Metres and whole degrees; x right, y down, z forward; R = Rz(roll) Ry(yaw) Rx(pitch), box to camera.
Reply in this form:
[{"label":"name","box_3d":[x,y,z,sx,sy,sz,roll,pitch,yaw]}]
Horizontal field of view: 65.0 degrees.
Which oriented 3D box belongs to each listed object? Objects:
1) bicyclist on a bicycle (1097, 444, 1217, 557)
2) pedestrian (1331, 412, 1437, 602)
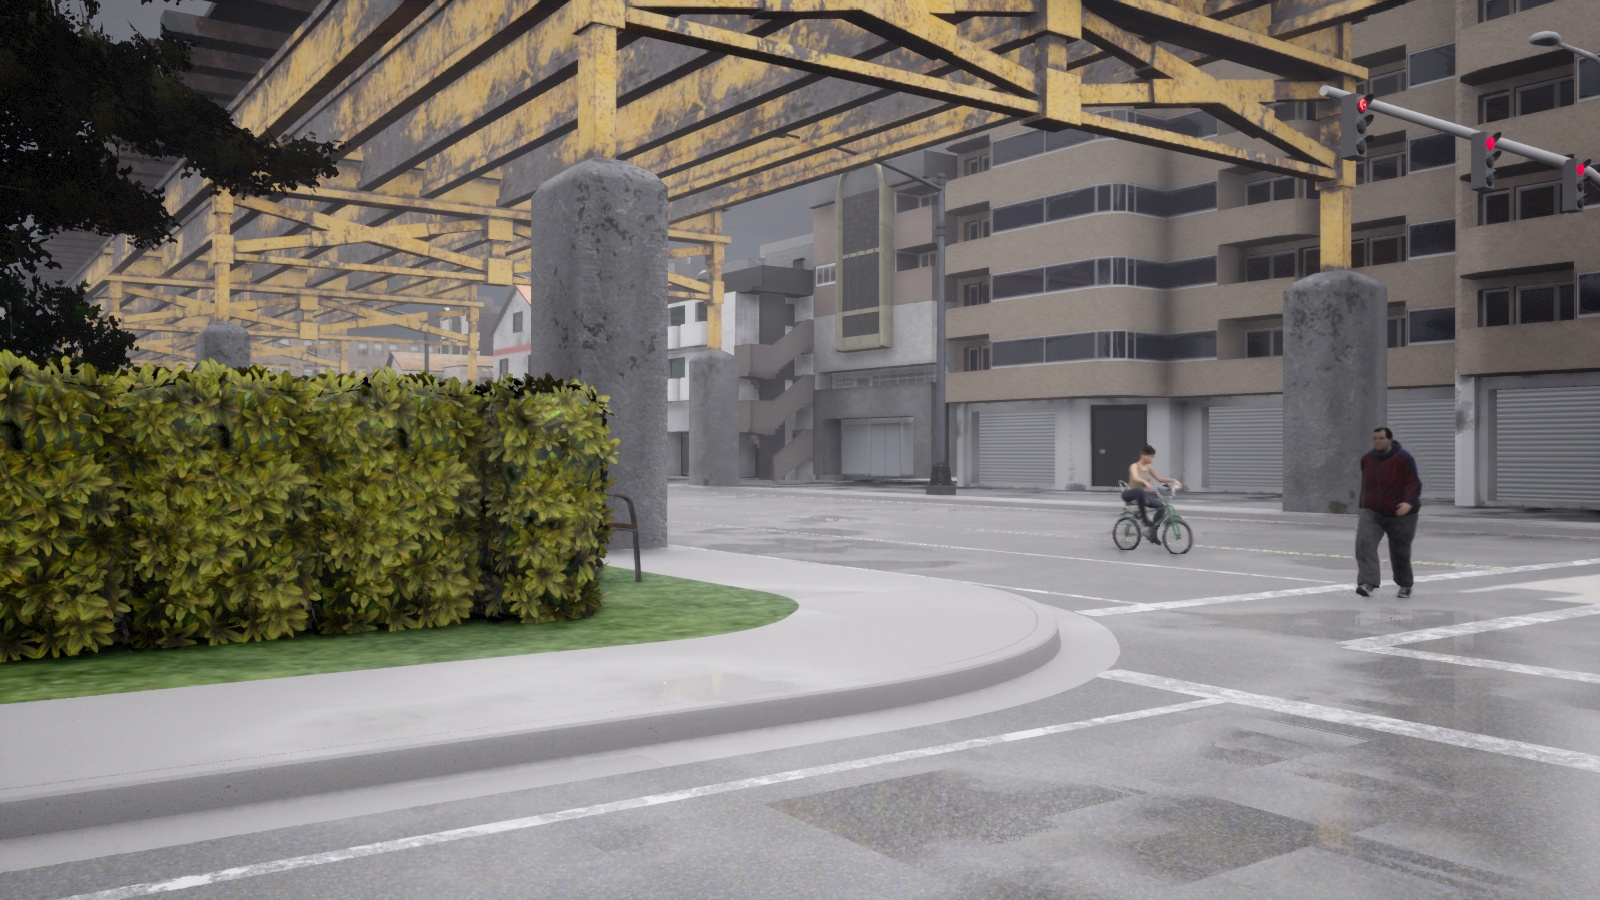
[{"label":"bicyclist on a bicycle","box_3d":[5.312,0.716,18.726,0.866,1.612,1.509,0,0,-35]},{"label":"pedestrian","box_3d":[5.924,0.558,12.728,0.899,1.844,0.634,0,0,-39]}]
